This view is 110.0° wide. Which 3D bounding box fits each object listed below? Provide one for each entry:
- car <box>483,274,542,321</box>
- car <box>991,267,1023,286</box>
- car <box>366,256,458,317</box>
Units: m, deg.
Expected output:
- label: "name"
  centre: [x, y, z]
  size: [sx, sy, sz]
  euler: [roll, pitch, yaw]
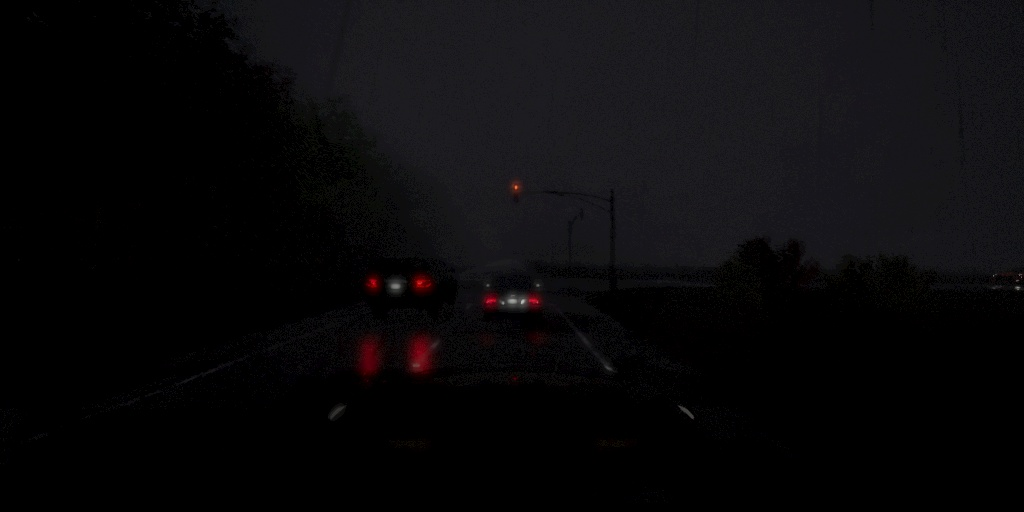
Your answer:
- label: "car"
  centre: [0.033, 1.331, 12.612]
  size: [2.033, 1.411, 5.357]
  euler: [0, 0, 0]
- label: "car"
  centre: [45.590, 1.737, 31.643]
  size: [4.553, 1.767, 2.097]
  euler: [0, -1, 1]
- label: "car"
  centre: [-3.460, 1.007, 13.421]
  size: [2.150, 2.045, 5.566]
  euler: [0, 0, 0]
